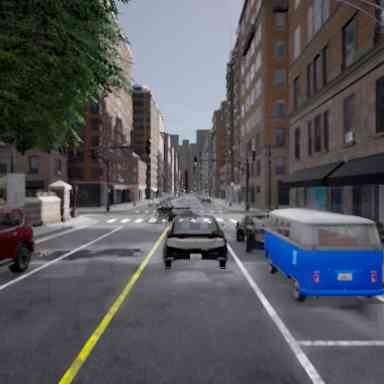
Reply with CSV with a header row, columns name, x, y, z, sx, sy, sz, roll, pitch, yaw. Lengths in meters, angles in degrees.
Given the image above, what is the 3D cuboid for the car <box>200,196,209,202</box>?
name,x,y,z,sx,sy,sz,roll,pitch,yaw
car,2.851,1.621,78.992,2.008,1.369,4.403,0,0,0

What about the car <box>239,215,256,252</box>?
name,x,y,z,sx,sy,sz,roll,pitch,yaw
car,2.855,1.580,13.718,1.947,1.339,4.313,0,0,0

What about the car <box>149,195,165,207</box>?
name,x,y,z,sx,sy,sz,roll,pitch,yaw
car,-5.672,1.562,51.536,1.752,1.417,4.829,0,0,0

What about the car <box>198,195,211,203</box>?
name,x,y,z,sx,sy,sz,roll,pitch,yaw
car,2.851,1.495,68.095,1.967,1.590,4.097,0,0,0

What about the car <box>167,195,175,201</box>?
name,x,y,z,sx,sy,sz,roll,pitch,yaw
car,-5.674,1.615,89.691,1.752,1.417,4.829,0,0,0

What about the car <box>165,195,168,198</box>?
name,x,y,z,sx,sy,sz,roll,pitch,yaw
car,-5.672,1.593,57.156,2.008,1.369,4.403,0,0,0

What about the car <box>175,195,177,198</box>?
name,x,y,z,sx,sy,sz,roll,pitch,yaw
car,-5.675,1.395,84.411,2.192,1.841,5.009,0,0,0

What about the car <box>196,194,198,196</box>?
name,x,y,z,sx,sy,sz,roll,pitch,yaw
car,2.850,1.625,95.507,1.752,1.417,4.829,0,0,0

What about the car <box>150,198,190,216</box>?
name,x,y,z,sx,sy,sz,roll,pitch,yaw
car,-1.515,1.515,26.464,2.128,1.511,4.902,0,0,-21

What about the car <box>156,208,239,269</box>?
name,x,y,z,sx,sy,sz,roll,pitch,yaw
car,0.100,1.503,11.243,2.128,1.511,4.902,0,0,0

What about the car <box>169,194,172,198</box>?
name,x,y,z,sx,sy,sz,roll,pitch,yaw
car,-5.673,1.600,68.058,1.887,1.381,4.507,0,0,0

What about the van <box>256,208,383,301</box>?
name,x,y,z,sx,sy,sz,roll,pitch,yaw
van,2.855,1.350,8.058,1.690,1.788,3.998,0,0,0

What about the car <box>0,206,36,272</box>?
name,x,y,z,sx,sy,sz,roll,pitch,yaw
car,-5.670,1.325,8.017,2.192,1.841,5.009,0,0,0

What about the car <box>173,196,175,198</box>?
name,x,y,z,sx,sy,sz,roll,pitch,yaw
car,-5.674,1.622,78.960,2.008,1.369,4.403,0,0,0

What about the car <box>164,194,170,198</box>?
name,x,y,z,sx,sy,sz,roll,pitch,yaw
car,-5.673,1.593,62.608,1.887,1.381,4.507,0,0,0
